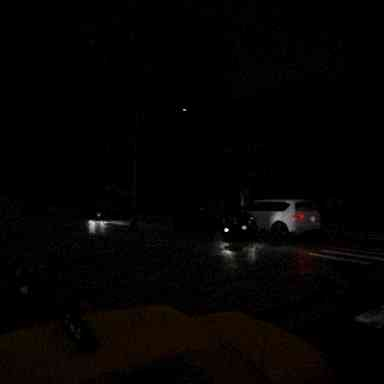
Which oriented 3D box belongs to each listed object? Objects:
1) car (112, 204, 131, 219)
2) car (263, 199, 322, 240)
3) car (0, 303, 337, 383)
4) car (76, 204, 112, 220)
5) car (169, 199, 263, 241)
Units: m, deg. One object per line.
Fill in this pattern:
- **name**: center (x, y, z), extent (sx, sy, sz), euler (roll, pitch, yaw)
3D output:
- **car**: center (-8.341, 2.069, 36.081), extent (1.882, 1.535, 5.008), euler (2, -2, -36)
- **car**: center (4.329, 1.425, 18.378), extent (2.150, 2.045, 5.566), euler (2, -2, -36)
- **car**: center (-0.991, 1.526, 2.083), extent (4.829, 1.417, 1.752), euler (0, 1, -35)
- **car**: center (-10.332, 2.006, 33.807), extent (2.128, 1.511, 4.902), euler (2, -2, -35)
- **car**: center (0.890, 1.389, 18.118), extent (2.150, 2.045, 5.566), euler (2, -2, -36)
